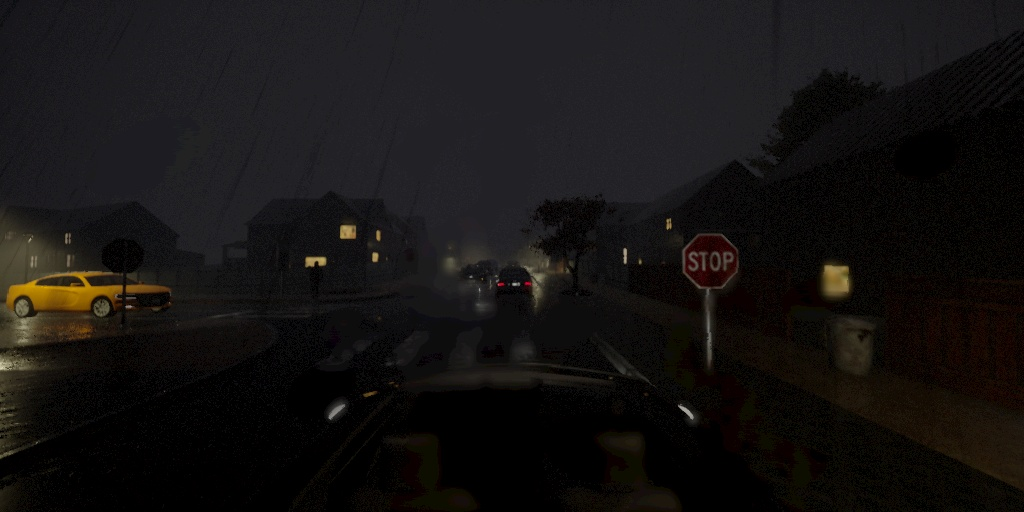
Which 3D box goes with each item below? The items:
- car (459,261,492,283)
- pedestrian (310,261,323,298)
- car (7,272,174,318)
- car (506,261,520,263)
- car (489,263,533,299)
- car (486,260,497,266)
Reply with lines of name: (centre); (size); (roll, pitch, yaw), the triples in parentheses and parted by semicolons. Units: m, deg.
car: (-2.824, 1.293, 27.120); (1.994, 1.385, 4.181); (0, 0, -1)
pedestrian: (-9.892, 1.156, 18.038); (0.375, 1.860, 0.375); (0, -2, 5)
car: (-14.867, 1.333, 12.782); (5.008, 1.535, 1.882); (-1, -2, 7)
car: (0.151, 1.320, 50.559); (1.994, 1.385, 4.181); (0, 0, 0)
car: (0.107, 1.310, 18.625); (2.033, 1.411, 5.357); (-1, 0, 0)
car: (-2.802, 1.238, 36.813); (1.837, 1.490, 4.892); (0, 0, 0)
